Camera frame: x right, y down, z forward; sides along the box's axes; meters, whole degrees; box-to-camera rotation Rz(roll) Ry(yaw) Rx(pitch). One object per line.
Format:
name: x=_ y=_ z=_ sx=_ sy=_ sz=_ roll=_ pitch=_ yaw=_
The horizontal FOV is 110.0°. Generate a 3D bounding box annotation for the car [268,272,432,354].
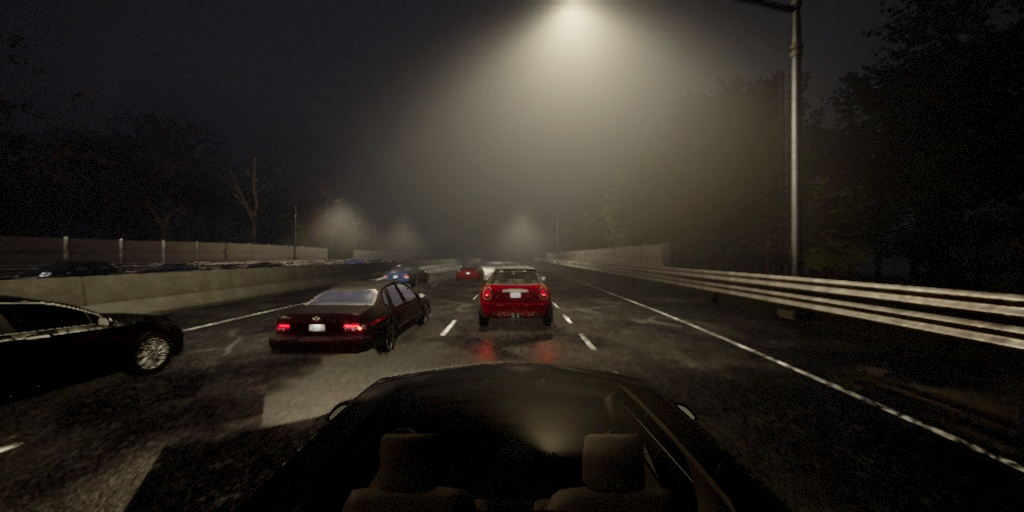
car: x=-3.399 y=1.290 z=8.756 sx=2.033 sy=1.411 sz=5.357 roll=0 pitch=0 yaw=0

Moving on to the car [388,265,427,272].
car: x=-6.903 y=1.280 z=23.757 sx=2.033 sy=1.411 sz=5.357 roll=0 pitch=0 yaw=0

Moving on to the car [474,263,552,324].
car: x=0.098 y=1.092 z=12.008 sx=2.097 sy=1.767 sz=4.553 roll=0 pitch=0 yaw=0

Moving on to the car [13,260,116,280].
car: x=-28.100 y=1.085 z=22.852 sx=2.097 sy=1.767 sz=4.553 roll=0 pitch=0 yaw=0

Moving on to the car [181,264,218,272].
car: x=-21.100 y=1.296 z=26.199 sx=1.994 sy=1.385 sz=4.181 roll=0 pitch=0 yaw=0

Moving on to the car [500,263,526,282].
car: x=0.097 y=1.295 z=29.998 sx=1.994 sy=1.385 sz=4.181 roll=0 pitch=0 yaw=0

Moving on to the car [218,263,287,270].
car: x=-17.602 y=1.237 z=25.263 sx=1.837 sy=1.490 sz=4.892 roll=0 pitch=0 yaw=0

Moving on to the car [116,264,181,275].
car: x=-24.603 y=1.279 z=25.996 sx=2.033 sy=1.411 sz=5.357 roll=0 pitch=0 yaw=0

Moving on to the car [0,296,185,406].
car: x=-6.900 y=1.251 z=4.522 sx=1.837 sy=1.490 sz=4.892 roll=0 pitch=0 yaw=0

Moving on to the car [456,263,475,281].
car: x=-3.403 y=1.295 z=29.788 sx=1.994 sy=1.385 sz=4.181 roll=0 pitch=0 yaw=0
